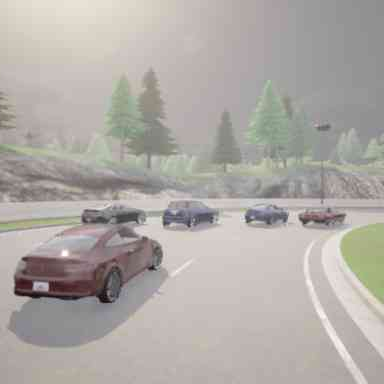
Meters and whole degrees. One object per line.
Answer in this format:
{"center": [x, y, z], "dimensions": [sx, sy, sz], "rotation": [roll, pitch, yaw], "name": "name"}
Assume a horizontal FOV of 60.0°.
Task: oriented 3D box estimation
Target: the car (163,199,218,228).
{"center": [-0.017, 1.327, 22.246], "dimensions": [2.097, 1.767, 4.553], "rotation": [1, 0, 30], "name": "car"}

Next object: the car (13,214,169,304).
{"center": [-2.169, 1.493, 8.073], "dimensions": [1.812, 1.442, 4.674], "rotation": [0, 0, 12], "name": "car"}

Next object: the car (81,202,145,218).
{"center": [-4.866, 1.415, 21.345], "dimensions": [2.128, 1.511, 4.902], "rotation": [1, 0, 27], "name": "car"}

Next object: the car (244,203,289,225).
{"center": [5.460, 1.558, 24.204], "dimensions": [1.812, 1.442, 4.674], "rotation": [0, 0, 37], "name": "car"}

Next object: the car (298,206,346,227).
{"center": [9.334, 1.676, 23.581], "dimensions": [1.895, 1.301, 4.718], "rotation": [1, 0, 40], "name": "car"}
